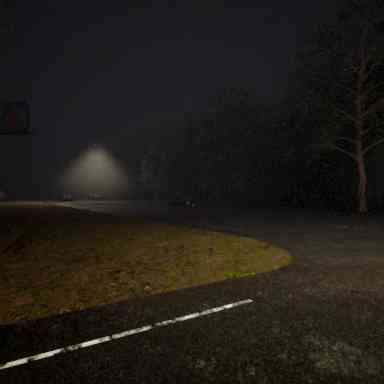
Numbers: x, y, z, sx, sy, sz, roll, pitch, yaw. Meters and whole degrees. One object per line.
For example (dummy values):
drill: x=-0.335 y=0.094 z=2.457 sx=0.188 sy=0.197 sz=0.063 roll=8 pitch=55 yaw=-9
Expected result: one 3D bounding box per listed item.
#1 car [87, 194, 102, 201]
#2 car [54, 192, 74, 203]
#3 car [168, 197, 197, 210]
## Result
car: x=-19.821 y=1.071 z=67.422 sx=2.128 sy=1.511 sz=4.902 roll=0 pitch=0 yaw=-34
car: x=-22.417 y=1.163 z=58.997 sx=2.033 sy=1.411 sz=5.357 roll=0 pitch=0 yaw=-32
car: x=-1.158 y=1.319 z=39.935 sx=1.812 sy=1.442 sz=4.674 roll=0 pitch=0 yaw=-34
